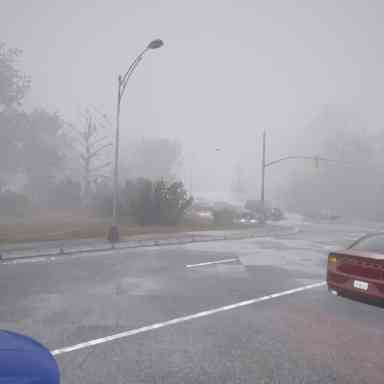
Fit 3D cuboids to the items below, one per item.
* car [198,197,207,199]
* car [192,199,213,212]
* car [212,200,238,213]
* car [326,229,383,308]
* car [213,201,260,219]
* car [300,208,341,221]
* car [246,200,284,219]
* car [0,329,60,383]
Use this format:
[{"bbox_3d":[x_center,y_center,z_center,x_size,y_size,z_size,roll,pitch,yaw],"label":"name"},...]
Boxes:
[{"bbox_3d":[1.759,1.701,57.398,1.837,1.490,4.892,2,2,-13],"label":"car"},{"bbox_3d":[1.424,2.022,45.274,1.895,1.301,4.718,3,0,-18],"label":"car"},{"bbox_3d":[4.531,2.053,47.118,1.837,1.490,4.892,3,1,-17],"label":"car"},{"bbox_3d":[5.041,1.556,7.383,5.008,1.535,1.882,1,-1,-35],"label":"car"},{"bbox_3d":[4.736,2.108,36.316,2.033,1.411,5.357,3,-1,-23],"label":"car"},{"bbox_3d":[14.816,2.555,38.606,2.033,1.411,5.357,3,-1,-16],"label":"car"},{"bbox_3d":[7.986,1.932,37.704,2.150,2.045,5.566,3,-1,-22],"label":"car"},{"bbox_3d":[-3.212,1.480,1.449,5.008,1.535,1.882,0,0,-36],"label":"car"}]
